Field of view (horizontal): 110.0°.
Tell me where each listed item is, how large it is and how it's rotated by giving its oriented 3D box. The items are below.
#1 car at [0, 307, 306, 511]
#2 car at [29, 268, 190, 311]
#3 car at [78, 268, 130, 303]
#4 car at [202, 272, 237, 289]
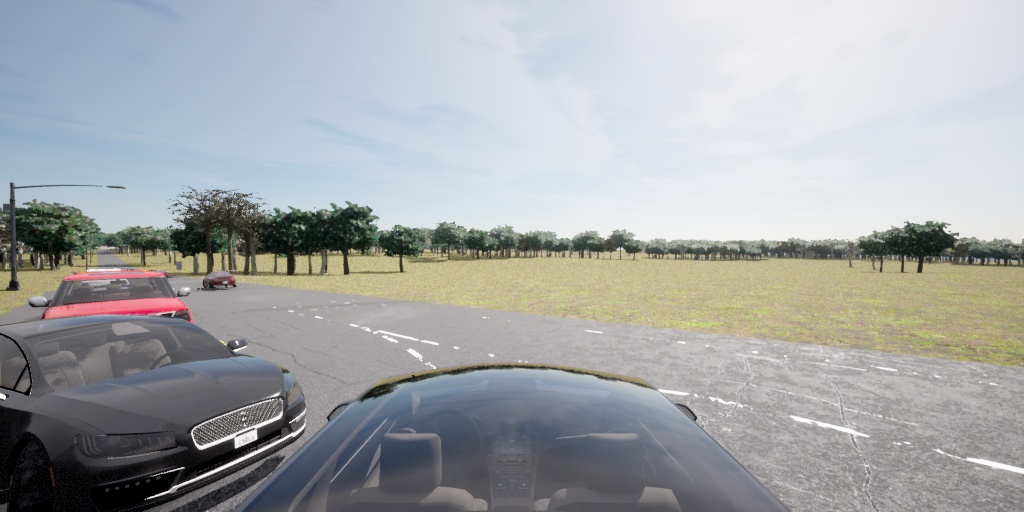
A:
[{"bbox_3d":[-4.564,1.445,3.981,4.892,1.490,1.837,-3,-3,21],"label":"car"},{"bbox_3d":[-9.480,1.386,8.622,5.566,2.045,2.150,-2,0,41],"label":"car"},{"bbox_3d":[-28.082,1.890,24.688,5.566,2.045,2.150,-2,0,41],"label":"car"},{"bbox_3d":[-26.756,2.181,32.779,4.674,1.442,1.812,-2,0,41],"label":"car"}]
